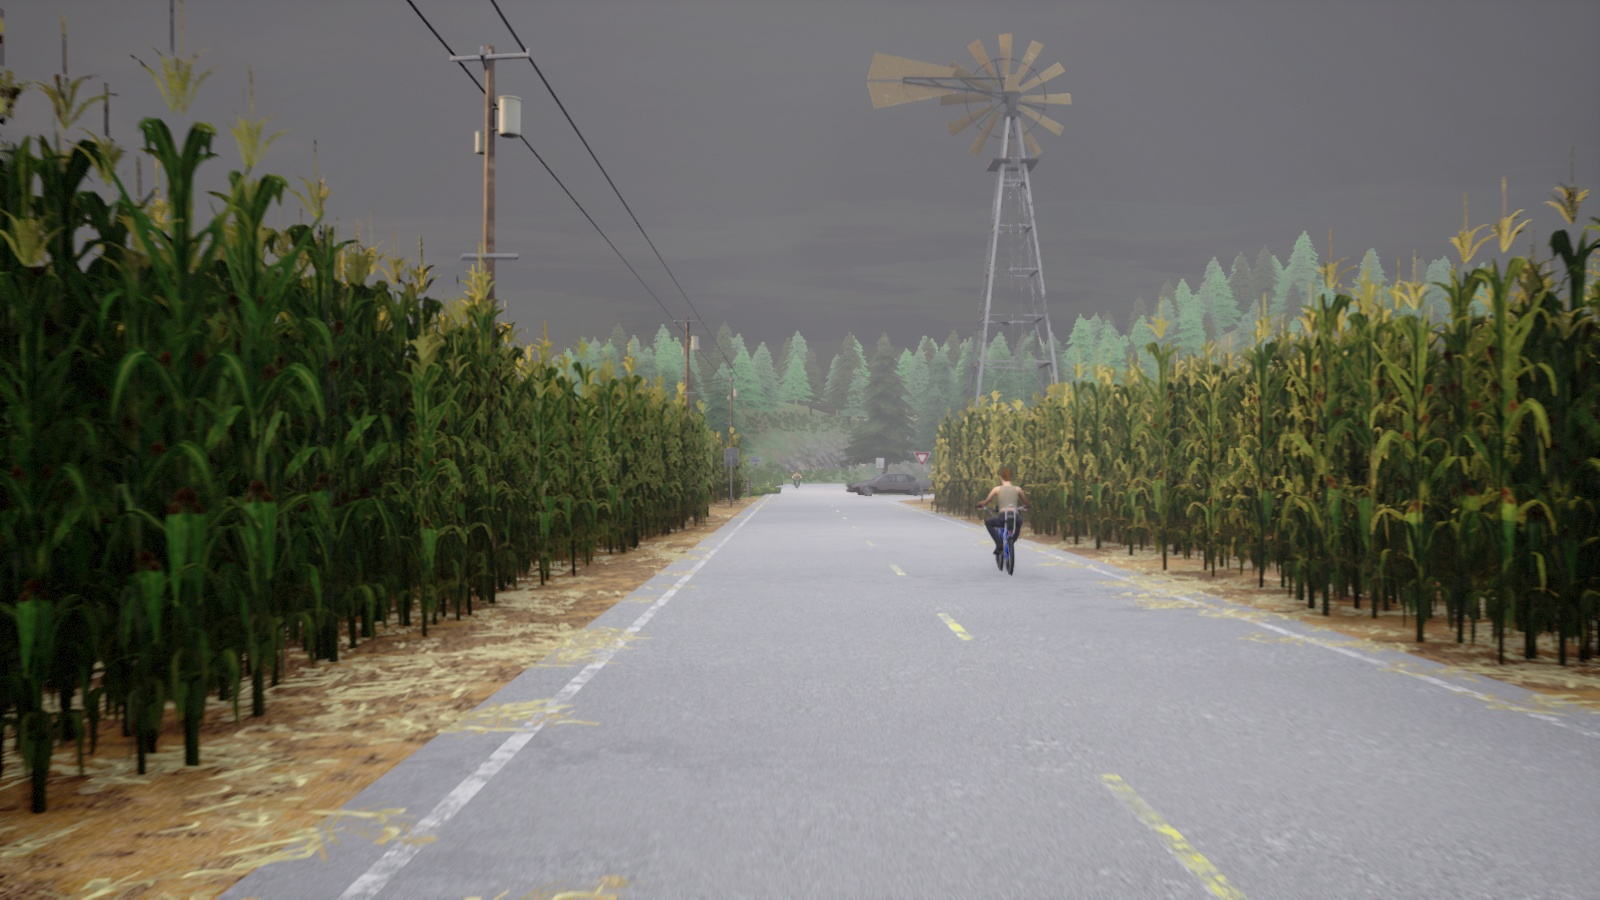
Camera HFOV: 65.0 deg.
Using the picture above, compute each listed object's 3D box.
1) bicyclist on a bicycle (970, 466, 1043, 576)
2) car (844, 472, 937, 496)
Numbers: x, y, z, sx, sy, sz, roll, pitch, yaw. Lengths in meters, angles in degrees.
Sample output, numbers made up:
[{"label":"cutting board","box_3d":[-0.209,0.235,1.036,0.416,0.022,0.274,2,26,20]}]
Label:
[{"label":"bicyclist on a bicycle","box_3d":[3.151,1.062,19.311,0.866,1.612,1.509,0,-1,0]},{"label":"car","box_3d":[5.544,2.091,76.987,5.357,1.411,2.033,0,-1,-10]}]
